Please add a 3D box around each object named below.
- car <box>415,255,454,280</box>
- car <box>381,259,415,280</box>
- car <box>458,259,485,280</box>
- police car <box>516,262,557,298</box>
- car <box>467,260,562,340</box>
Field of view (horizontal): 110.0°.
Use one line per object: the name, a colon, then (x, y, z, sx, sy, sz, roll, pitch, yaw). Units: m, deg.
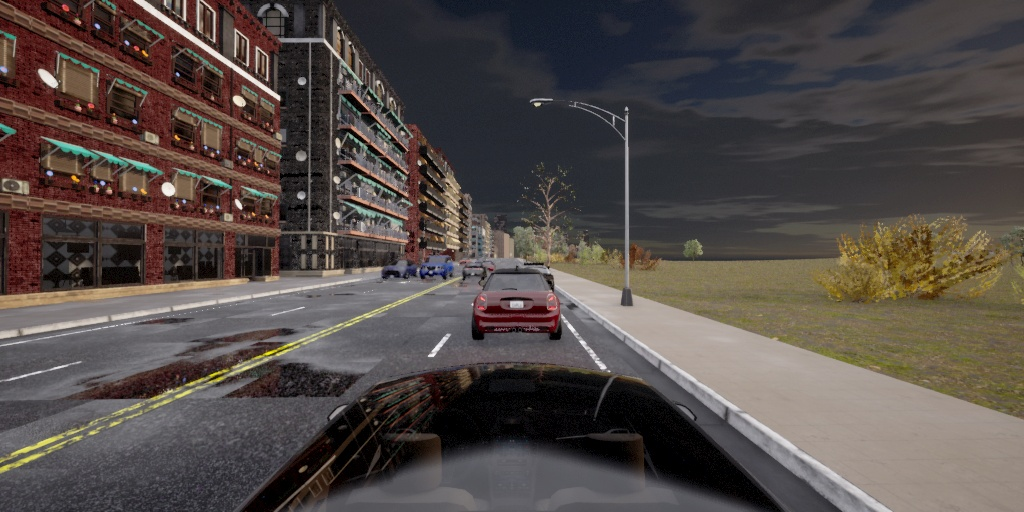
car: (-6.532, 0.973, 31.663, 2.150, 2.045, 5.566, 0, 0, 0)
car: (-9.783, 1.104, 31.455, 2.097, 1.767, 4.553, 0, 0, 0)
car: (-3.084, 1.239, 30.748, 2.128, 1.511, 4.902, 0, -1, 0)
police car: (1.178, 1.177, 19.630, 1.930, 1.638, 5.238, 0, 0, 0)
car: (0.114, 1.103, 10.134, 2.097, 1.767, 4.553, 0, 0, 0)
